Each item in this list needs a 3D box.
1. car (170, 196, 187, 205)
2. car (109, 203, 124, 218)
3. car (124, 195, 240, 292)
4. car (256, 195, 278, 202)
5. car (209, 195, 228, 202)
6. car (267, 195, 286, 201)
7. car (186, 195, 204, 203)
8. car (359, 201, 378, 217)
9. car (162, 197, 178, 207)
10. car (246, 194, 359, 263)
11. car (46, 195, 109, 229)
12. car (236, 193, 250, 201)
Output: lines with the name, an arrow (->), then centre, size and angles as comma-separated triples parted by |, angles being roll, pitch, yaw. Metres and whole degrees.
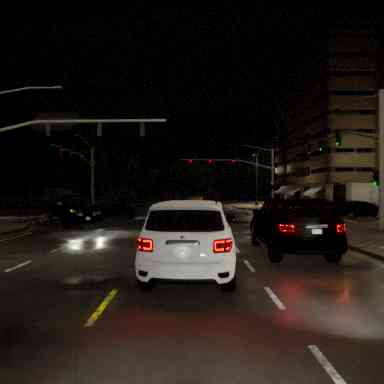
car -> -2.431, 1.505, 60.822 | 1.837, 1.490, 4.892 | 0, 0, 13
car -> -7.267, 1.622, 29.325 | 4.718, 1.301, 1.895 | 0, 0, 0
car -> 0.015, 1.221, 9.130 | 2.150, 2.045, 5.566 | 0, 0, 4
car -> 18.195, 1.540, 80.211 | 5.357, 1.411, 2.033 | 0, 0, -34
car -> 6.374, 1.525, 78.980 | 2.128, 1.511, 4.902 | 0, 0, 38
car -> 21.833, 1.524, 86.237 | 4.674, 1.442, 1.812 | 0, 0, -22
car -> 0.656, 1.478, 70.349 | 1.882, 1.535, 5.008 | 0, 0, 23
car -> 15.050, 1.562, 29.446 | 4.892, 1.490, 1.837 | 0, 0, 0
car -> -3.367, 1.505, 51.586 | 1.837, 1.490, 4.892 | 0, 0, 3
car -> 3.576, 1.221, 12.156 | 2.150, 2.045, 5.566 | 0, 0, 0
car -> -7.904, 1.218, 22.036 | 2.150, 2.045, 5.566 | 2, -1, -39
car -> 13.067, 1.225, 80.719 | 5.566, 2.045, 2.150 | 0, 0, -41
